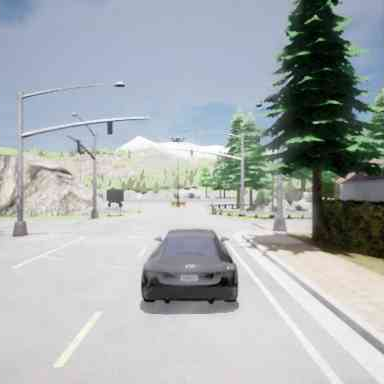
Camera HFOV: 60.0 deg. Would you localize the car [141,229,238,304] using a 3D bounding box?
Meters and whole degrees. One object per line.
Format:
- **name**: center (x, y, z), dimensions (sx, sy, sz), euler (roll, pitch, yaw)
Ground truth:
- **car**: center (-0.023, 1.588, 8.254), dimensions (1.994, 1.385, 4.181), euler (0, 0, 1)
